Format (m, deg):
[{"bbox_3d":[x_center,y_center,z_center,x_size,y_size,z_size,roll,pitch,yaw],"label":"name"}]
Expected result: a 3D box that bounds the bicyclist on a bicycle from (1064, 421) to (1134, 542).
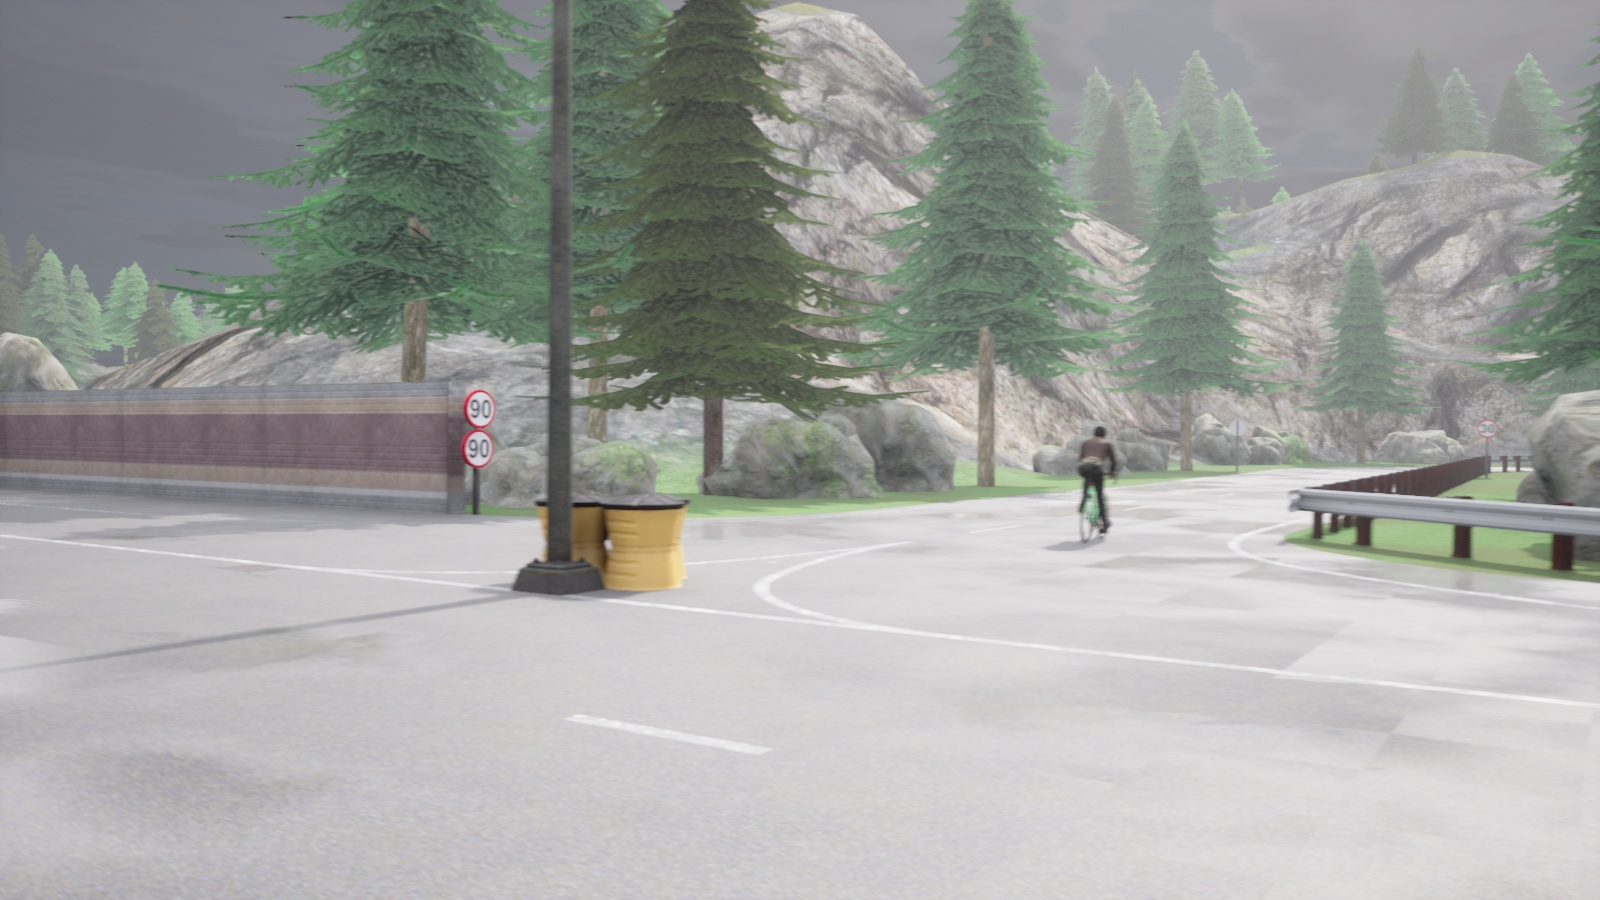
[{"bbox_3d":[4.222,0.411,17.655,0.582,1.620,1.656,0,1,27],"label":"bicyclist on a bicycle"}]
